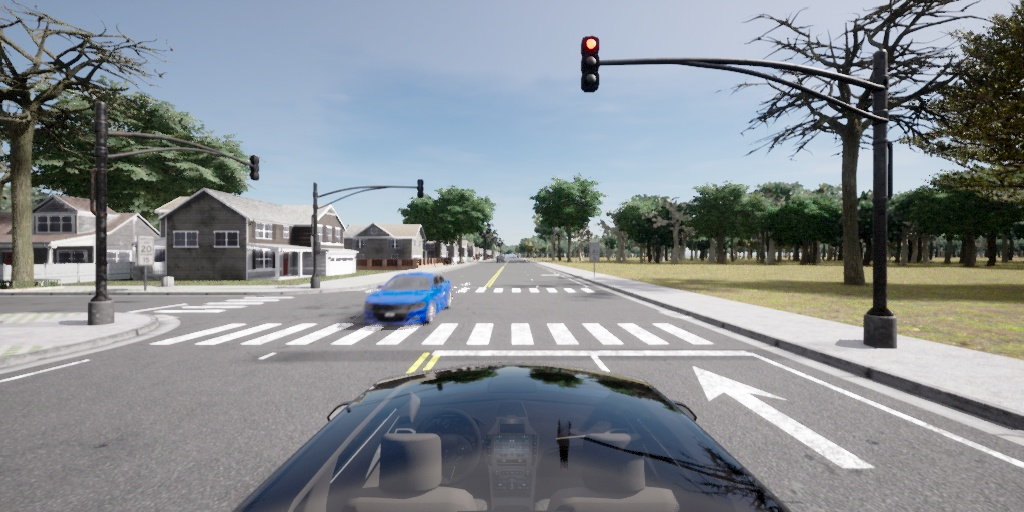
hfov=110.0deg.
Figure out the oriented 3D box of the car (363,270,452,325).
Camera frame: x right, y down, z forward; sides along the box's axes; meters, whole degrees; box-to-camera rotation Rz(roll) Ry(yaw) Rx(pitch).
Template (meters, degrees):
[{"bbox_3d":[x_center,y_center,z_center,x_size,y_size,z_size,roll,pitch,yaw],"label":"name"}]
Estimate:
[{"bbox_3d":[-3.239,1.280,11.998,1.882,1.535,5.008,0,0,0],"label":"car"}]
